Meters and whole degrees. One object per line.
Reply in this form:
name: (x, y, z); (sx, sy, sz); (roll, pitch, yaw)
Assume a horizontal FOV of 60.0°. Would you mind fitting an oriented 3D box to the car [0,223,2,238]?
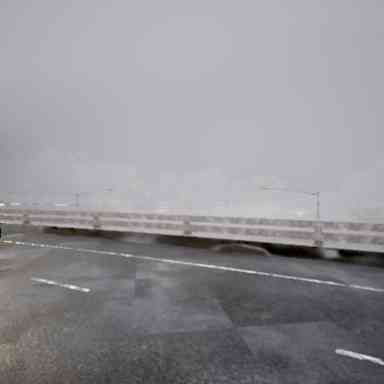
car: (-9.982, 1.490, 13.747); (4.902, 1.511, 2.128); (0, 0, 28)
